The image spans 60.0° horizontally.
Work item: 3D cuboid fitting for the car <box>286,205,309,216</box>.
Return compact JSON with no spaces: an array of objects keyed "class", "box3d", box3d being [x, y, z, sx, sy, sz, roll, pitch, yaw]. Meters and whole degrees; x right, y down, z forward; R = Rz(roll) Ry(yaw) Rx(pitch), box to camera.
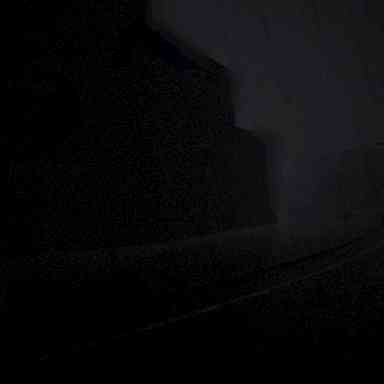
[{"class":"car","box3d":[19.996,3.523,63.171,2.150,2.045,5.566,-3,-3,-12]}]
